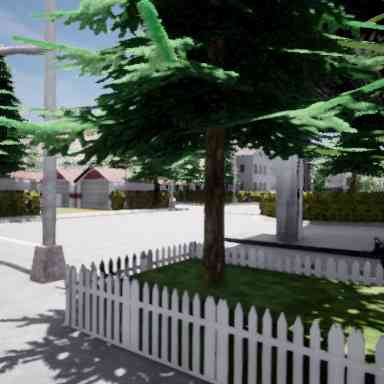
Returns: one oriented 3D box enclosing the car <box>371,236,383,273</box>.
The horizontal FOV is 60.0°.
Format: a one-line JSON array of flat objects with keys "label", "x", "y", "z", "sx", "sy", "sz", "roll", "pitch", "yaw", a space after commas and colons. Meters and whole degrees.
[{"label": "car", "x": 6.751, "y": 1.322, "z": 8.301, "sx": 3.866, "sy": 1.878, "sz": 1.905, "roll": 1, "pitch": 0, "yaw": 35}]
